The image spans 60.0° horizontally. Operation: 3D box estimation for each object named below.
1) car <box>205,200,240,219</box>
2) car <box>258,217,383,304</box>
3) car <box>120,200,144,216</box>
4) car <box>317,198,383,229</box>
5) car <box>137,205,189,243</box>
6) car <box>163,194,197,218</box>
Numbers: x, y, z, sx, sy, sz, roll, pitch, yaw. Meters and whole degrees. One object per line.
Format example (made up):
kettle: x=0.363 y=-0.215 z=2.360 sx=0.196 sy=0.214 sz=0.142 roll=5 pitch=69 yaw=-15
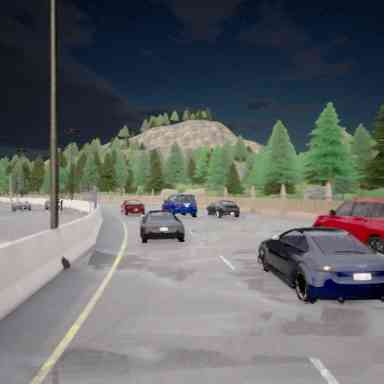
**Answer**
car: x=2.634 y=1.501 z=29.360 sx=1.837 sy=1.490 sz=4.892 roll=0 pitch=0 yaw=-16
car: x=3.040 y=1.554 z=8.223 sx=1.994 sy=1.385 sz=4.181 roll=0 pitch=0 yaw=-4
car: x=-6.038 y=1.509 z=33.525 sx=1.882 sy=1.535 sz=5.008 roll=0 pitch=0 yaw=-19
car: x=6.270 y=1.199 z=11.403 sx=2.150 sy=2.045 sz=5.566 roll=0 pitch=0 yaw=-6
car: x=-1.555 y=1.574 z=16.356 sx=1.994 sy=1.385 sz=4.181 roll=0 pitch=0 yaw=-10
car: x=-1.182 y=1.233 z=30.089 sx=2.150 sy=2.045 sz=5.566 roll=0 pitch=0 yaw=-17
